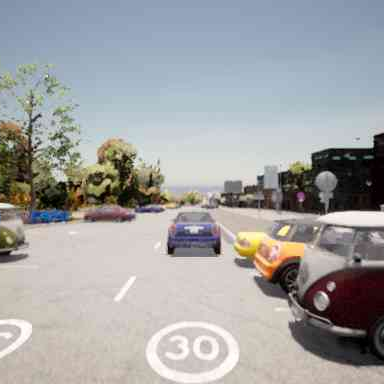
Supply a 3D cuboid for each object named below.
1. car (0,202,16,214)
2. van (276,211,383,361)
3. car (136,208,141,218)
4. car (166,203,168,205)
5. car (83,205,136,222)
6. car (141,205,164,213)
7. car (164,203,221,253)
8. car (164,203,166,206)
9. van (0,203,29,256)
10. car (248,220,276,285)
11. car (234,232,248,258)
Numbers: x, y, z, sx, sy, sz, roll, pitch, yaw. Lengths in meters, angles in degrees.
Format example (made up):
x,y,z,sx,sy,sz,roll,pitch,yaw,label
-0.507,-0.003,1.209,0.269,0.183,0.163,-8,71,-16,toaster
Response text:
x,y,z,sx,sy,sz,roll,pitch,yaw,label
-28.229,2.298,47.654,4.902,1.511,2.128,1,1,0,car
3.819,1.305,5.226,4.442,1.987,1.878,0,-1,0,van
-8.261,2.154,35.820,4.553,1.767,2.185,0,-2,0,car
-7.878,3.312,66.681,5.008,1.535,2.097,0,-2,1,car
-8.225,2.216,32.645,4.674,1.452,2.002,0,-2,0,car
-7.945,3.133,60.135,4.674,1.452,2.002,0,-2,1,car
0.098,1.548,14.721,2.097,1.767,4.553,0,-1,0,car
-7.904,3.204,63.410,4.892,1.521,2.231,0,-2,1,car
-8.197,1.398,11.863,4.442,1.987,1.878,0,-1,0,van
3.913,1.442,8.262,4.553,1.767,2.185,0,-1,0,car
4.137,1.612,11.177,5.366,1.575,1.946,0,-1,0,car
